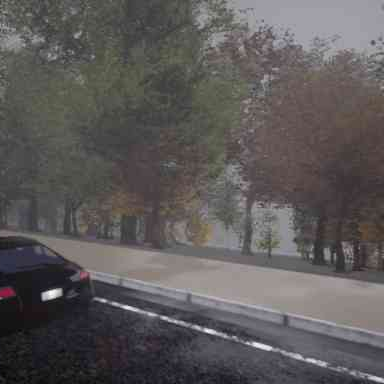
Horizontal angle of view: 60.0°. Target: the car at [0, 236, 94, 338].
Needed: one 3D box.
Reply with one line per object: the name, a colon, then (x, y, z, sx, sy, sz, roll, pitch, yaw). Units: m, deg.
car: (-3.802, 1.556, 6.349, 4.181, 1.385, 1.994, 0, 0, 36)
